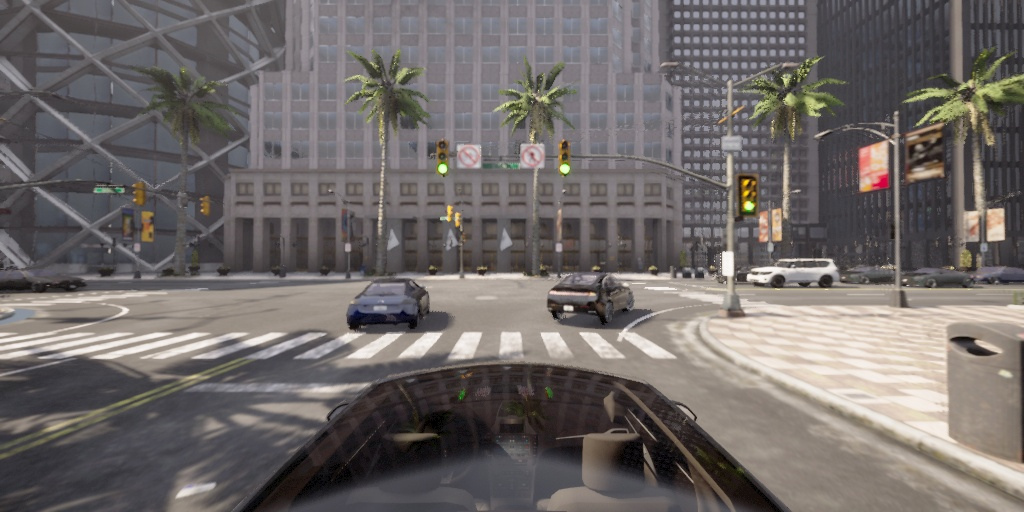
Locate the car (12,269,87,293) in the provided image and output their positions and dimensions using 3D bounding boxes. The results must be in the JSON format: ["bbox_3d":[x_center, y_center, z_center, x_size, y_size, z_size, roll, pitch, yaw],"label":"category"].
[{"bbox_3d":[-29.456,1.488,21.774,5.357,1.411,2.033,0,-1,-3],"label":"car"}]

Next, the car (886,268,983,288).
[{"bbox_3d":[29.957,1.544,25.521,4.181,1.385,1.994,0,-1,0],"label":"car"}]

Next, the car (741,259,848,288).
[{"bbox_3d":[19.973,1.201,25.557,5.566,2.045,2.150,0,-1,0],"label":"car"}]

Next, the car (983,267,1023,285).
[{"bbox_3d":[39.463,1.561,28.973,5.357,1.411,2.033,0,-1,1],"label":"car"}]

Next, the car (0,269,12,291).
[{"bbox_3d":[-29.457,1.411,18.226,4.892,1.490,1.837,0,-1,-4],"label":"car"}]

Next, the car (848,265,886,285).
[{"bbox_3d":[28.814,1.577,29.019,4.181,1.385,1.994,0,-1,0],"label":"car"}]

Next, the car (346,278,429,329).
[{"bbox_3d":[-3.861,1.410,11.750,1.994,1.385,4.181,0,-1,-8],"label":"car"}]

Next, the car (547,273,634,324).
[{"bbox_3d":[2.907,1.346,12.628,2.128,1.511,4.902,-1,-1,31],"label":"car"}]

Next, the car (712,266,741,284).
[{"bbox_3d":[18.851,1.517,29.057,4.892,1.490,1.837,0,-1,0],"label":"car"}]
